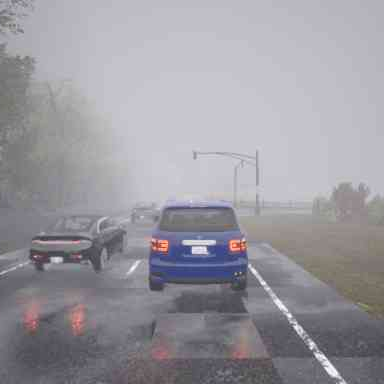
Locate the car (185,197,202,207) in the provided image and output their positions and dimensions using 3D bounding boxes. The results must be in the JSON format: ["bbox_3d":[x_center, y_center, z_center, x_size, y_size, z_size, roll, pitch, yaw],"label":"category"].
[{"bbox_3d":[0.120,1.554,52.526,2.033,1.411,5.357,0,0,-7],"label":"car"}]

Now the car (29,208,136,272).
[{"bbox_3d":[-3.389,1.493,10.757,2.128,1.511,4.902,0,0,0],"label":"car"}]

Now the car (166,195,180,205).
[{"bbox_3d":[-3.341,1.357,59.042,2.097,1.767,4.553,0,0,0],"label":"car"}]

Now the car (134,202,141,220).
[{"bbox_3d":[-3.375,1.497,25.070,2.128,1.511,4.902,0,0,0],"label":"car"}]

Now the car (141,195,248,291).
[{"bbox_3d":[0.114,1.224,9.138,2.150,2.045,5.566,0,0,-1],"label":"car"}]

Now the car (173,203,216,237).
[{"bbox_3d":[0.122,1.496,19.001,2.128,1.511,4.902,0,0,0],"label":"car"}]
